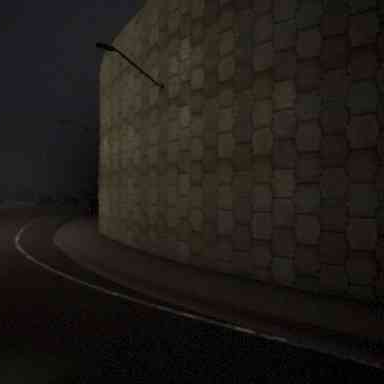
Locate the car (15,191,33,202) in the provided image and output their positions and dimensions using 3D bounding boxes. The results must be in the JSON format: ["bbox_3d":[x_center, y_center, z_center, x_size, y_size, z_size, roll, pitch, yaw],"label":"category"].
[{"bbox_3d":[-31.822,0.863,63.529,2.150,2.045,5.566,0,0,-11],"label":"car"}]

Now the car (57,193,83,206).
[{"bbox_3d":[-18.509,1.316,50.659,2.033,1.411,5.357,0,0,-10],"label":"car"}]

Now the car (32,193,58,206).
[{"bbox_3d":[-21.901,1.290,49.864,2.033,1.411,5.357,0,0,-12],"label":"car"}]

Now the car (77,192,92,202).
[{"bbox_3d":[-21.470,0.943,65.306,2.150,2.045,5.566,0,0,-11],"label":"car"}]

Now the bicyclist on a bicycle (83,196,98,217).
[{"bbox_3d":[-8.059,1.199,26.707,1.656,1.620,0.582,0,-1,18],"label":"bicyclist on a bicycle"}]

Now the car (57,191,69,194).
[{"bbox_3d":[-24.905,0.919,64.633,2.150,2.045,5.566,0,0,-11],"label":"car"}]

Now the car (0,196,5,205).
[{"bbox_3d":[-28.904,1.182,48.322,2.128,1.511,4.902,0,0,-11],"label":"car"}]

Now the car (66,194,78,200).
[{"bbox_3d":[-26.906,1.087,74.831,1.895,1.301,4.718,0,0,-11],"label":"car"}]

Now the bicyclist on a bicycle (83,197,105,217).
[{"bbox_3d":[-8.024,1.186,27.315,1.656,1.620,0.582,1,-1,-40],"label":"bicyclist on a bicycle"}]
